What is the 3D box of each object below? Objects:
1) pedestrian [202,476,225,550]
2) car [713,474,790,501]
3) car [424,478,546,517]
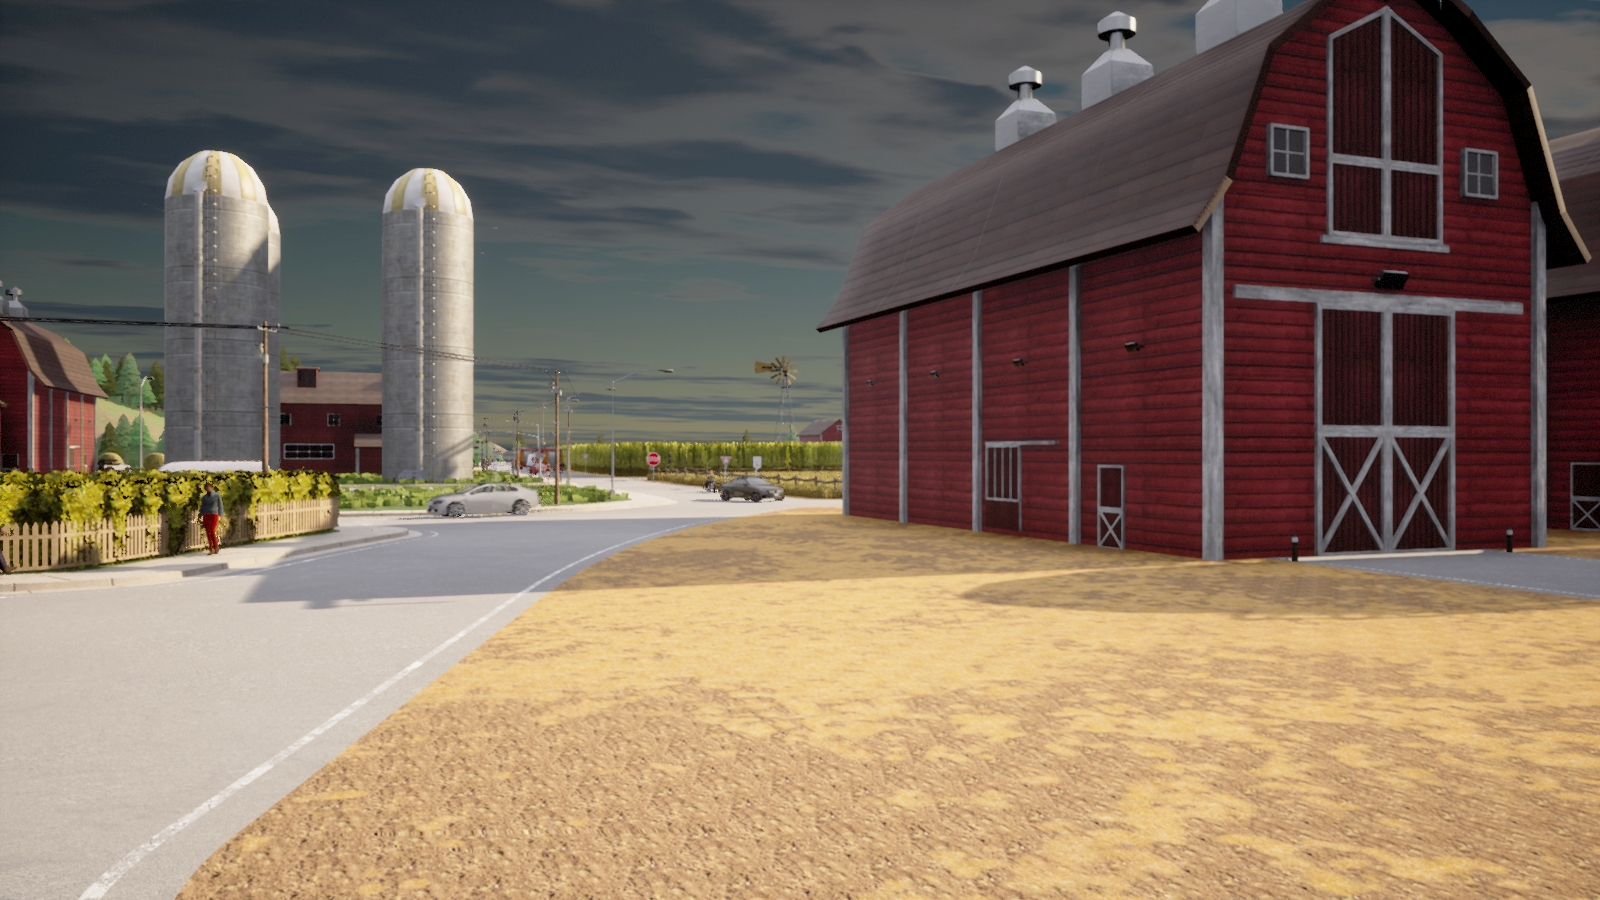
[{"bbox_3d":[-14.841,1.589,28.899,0.375,1.860,0.375,0,0,3],"label":"pedestrian"},{"bbox_3d":[-2.877,2.163,66.958,2.002,1.442,4.674,0,0,-41],"label":"car"},{"bbox_3d":[-14.071,2.078,51.071,4.902,1.511,2.128,-1,0,-28],"label":"car"}]
